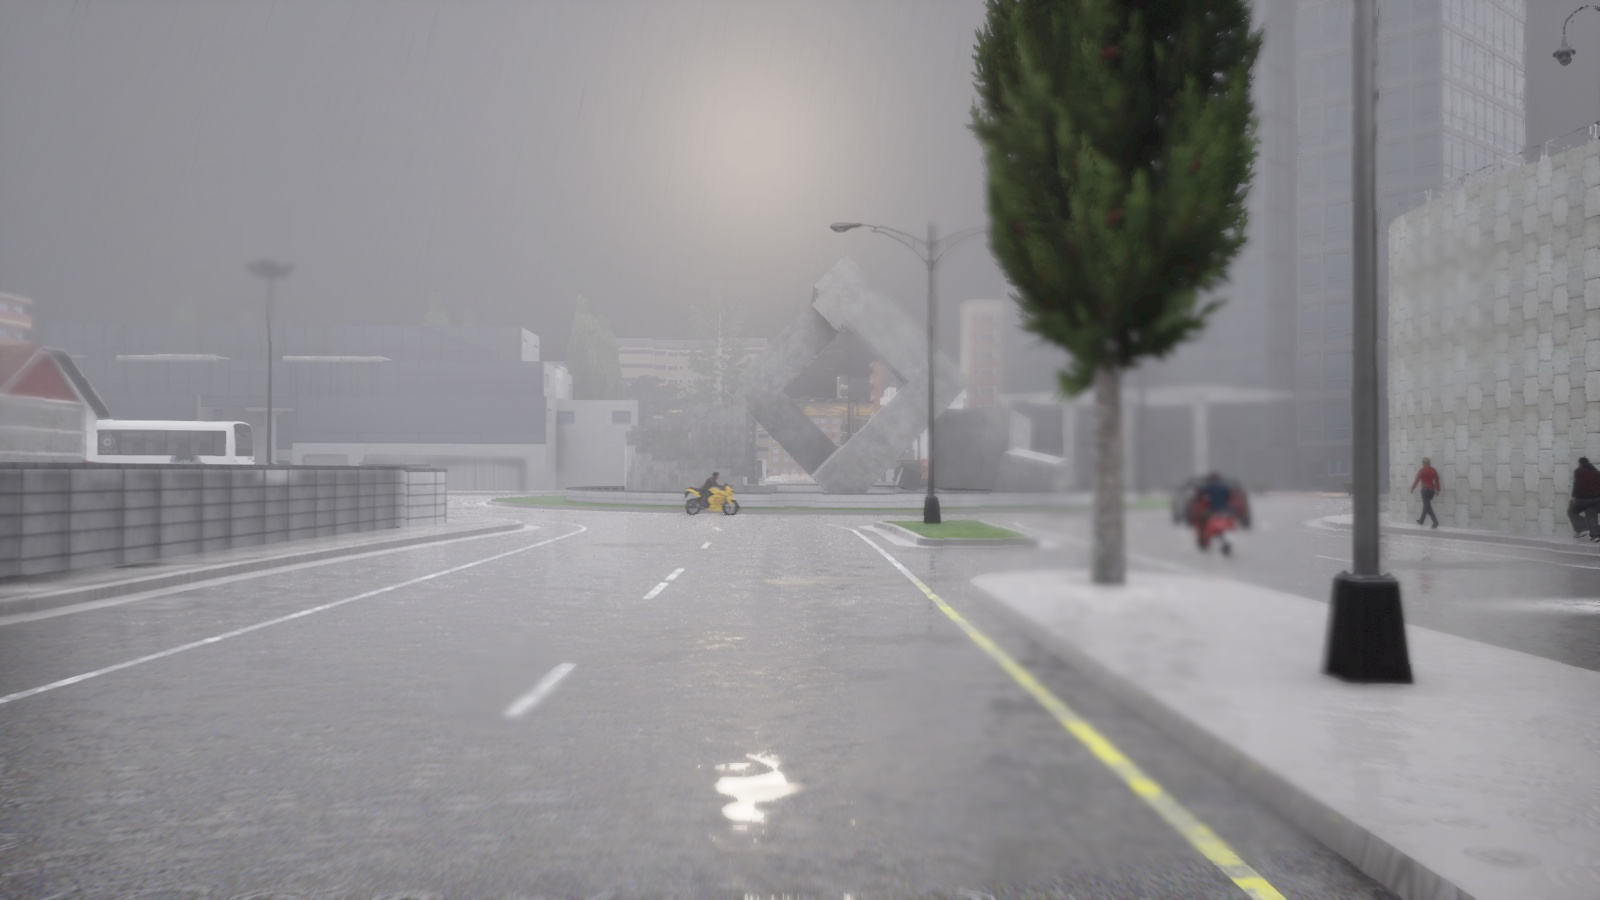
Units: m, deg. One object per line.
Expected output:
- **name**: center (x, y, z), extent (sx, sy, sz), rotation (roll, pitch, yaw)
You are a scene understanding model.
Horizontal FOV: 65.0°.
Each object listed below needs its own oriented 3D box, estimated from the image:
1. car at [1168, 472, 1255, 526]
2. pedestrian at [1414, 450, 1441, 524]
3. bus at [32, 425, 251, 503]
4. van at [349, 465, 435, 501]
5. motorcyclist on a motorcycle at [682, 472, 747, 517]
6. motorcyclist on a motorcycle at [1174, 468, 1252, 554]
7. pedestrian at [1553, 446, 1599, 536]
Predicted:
- **car**: center (11.919, 1.389, 36.594), extent (1.816, 1.474, 4.193), rotation (-1, -1, 10)
- **pedestrian**: center (15.928, 0.936, 31.881), extent (0.331, 1.846, 0.636), rotation (0, -1, -3)
- **bus**: center (-37.000, 0.765, 70.945), extent (10.273, 4.253, 3.944), rotation (0, -1, -4)
- **van**: center (-22.596, 1.819, 69.709), extent (4.442, 1.987, 1.775), rotation (0, -1, -15)
- **motorcyclist on a motorcycle**: center (-2.907, 1.520, 42.816), extent (2.044, 1.523, 0.797), rotation (-1, -2, 19)
- **motorcyclist on a motorcycle**: center (7.878, 1.136, 24.030), extent (0.866, 1.590, 1.817), rotation (0, -1, 0)
- **pedestrian**: center (16.291, 0.840, 26.152), extent (0.634, 1.844, 0.899), rotation (0, -1, -4)
